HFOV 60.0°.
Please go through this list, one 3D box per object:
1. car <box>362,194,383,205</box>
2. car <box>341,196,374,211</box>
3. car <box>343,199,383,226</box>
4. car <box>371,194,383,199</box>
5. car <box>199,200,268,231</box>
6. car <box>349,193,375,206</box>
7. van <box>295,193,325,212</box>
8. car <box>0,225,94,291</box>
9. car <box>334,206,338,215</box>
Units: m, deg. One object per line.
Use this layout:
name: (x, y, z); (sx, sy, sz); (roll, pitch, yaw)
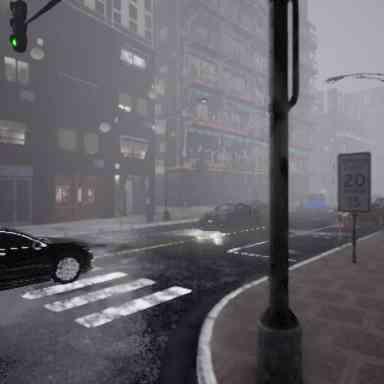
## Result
car: (26.428, 1.045, 48.308); (1.887, 1.381, 4.507); (1, 1, 44)
car: (17.816, 1.178, 35.726); (1.994, 1.385, 4.181); (0, 0, 45)
car: (10.940, 1.314, 20.492); (1.802, 1.307, 4.206); (1, 1, 43)
car: (14.553, 1.127, 24.366); (1.967, 1.590, 4.097); (1, 1, 43)
car: (2.300, 1.367, 19.219); (1.994, 1.385, 4.181); (0, 0, 42)
car: (22.799, 0.982, 44.452); (1.967, 1.590, 4.097); (1, 1, 44)
van: (11.764, 1.011, 33.076); (1.690, 1.788, 3.998); (1, 1, 43)
car: (-4.495, 1.445, 7.121); (1.837, 1.490, 4.892); (0, 1, 40)
car: (13.297, 1.286, 26.978); (1.895, 1.301, 4.718); (0, 0, 43)
